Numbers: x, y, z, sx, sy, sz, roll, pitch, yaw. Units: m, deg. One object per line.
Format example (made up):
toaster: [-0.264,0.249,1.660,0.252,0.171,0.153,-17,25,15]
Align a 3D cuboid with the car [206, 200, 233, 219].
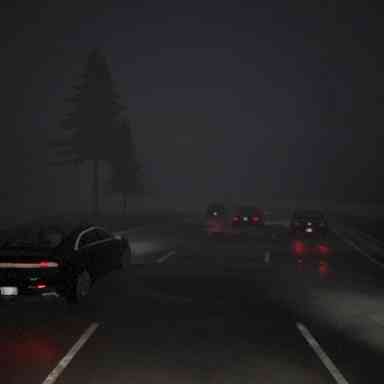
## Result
car: [2.451,1.644,31.081,1.837,1.490,4.892,1,0,11]

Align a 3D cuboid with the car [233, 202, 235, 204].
car: [3.643,1.673,40.414,2.128,1.511,4.902,1,-1,-32]

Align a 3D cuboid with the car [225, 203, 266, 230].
car: [3.827,1.649,22.063,2.033,1.411,5.357,0,0,16]

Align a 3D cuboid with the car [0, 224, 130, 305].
car: [-2.952,1.525,8.230,2.128,1.511,4.902,0,0,6]

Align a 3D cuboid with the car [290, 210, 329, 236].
car: [6.662,1.693,19.281,1.895,1.301,4.718,0,0,16]
